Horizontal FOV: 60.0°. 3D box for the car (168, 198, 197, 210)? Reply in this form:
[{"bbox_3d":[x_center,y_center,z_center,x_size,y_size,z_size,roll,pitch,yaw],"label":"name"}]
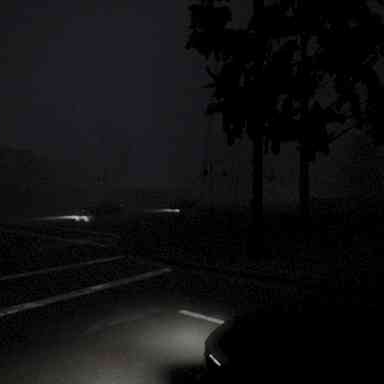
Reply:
[{"bbox_3d":[-1.112,1.439,41.526,1.994,1.385,4.181,0,0,34],"label":"car"}]

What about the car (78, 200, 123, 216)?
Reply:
[{"bbox_3d":[-8.387,1.442,30.709,1.994,1.385,4.181,0,0,34],"label":"car"}]

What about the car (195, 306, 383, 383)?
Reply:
[{"bbox_3d":[2.208,1.528,2.398,4.674,1.442,1.812,0,0,36],"label":"car"}]
